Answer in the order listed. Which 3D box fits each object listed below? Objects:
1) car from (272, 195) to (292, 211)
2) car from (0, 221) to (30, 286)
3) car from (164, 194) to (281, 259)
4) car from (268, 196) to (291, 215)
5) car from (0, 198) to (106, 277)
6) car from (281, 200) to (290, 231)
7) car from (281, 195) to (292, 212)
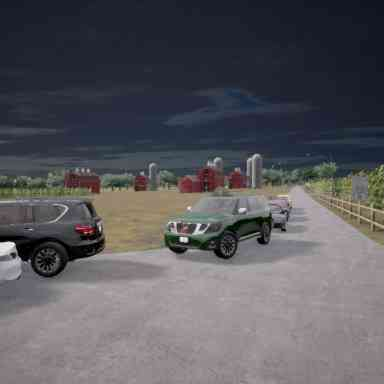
[{"bbox_3d":[9.950,1.116,36.509,1.882,1.535,5.008,0,0,18],"label":"car"},{"bbox_3d":[-6.011,1.613,6.599,4.674,1.442,1.812,-2,2,-35],"label":"car"},{"bbox_3d":[1.279,1.110,12.690,2.150,2.045,5.566,0,0,34],"label":"car"},{"bbox_3d":[8.144,1.203,30.803,1.837,1.490,4.892,0,0,17],"label":"car"},{"bbox_3d":[-5.379,1.229,9.608,5.566,2.045,2.150,-1,1,-4],"label":"car"},{"bbox_3d":[4.387,1.383,19.019,1.994,1.385,4.181,0,0,17],"label":"car"},{"bbox_3d":[6.230,1.239,24.755,1.882,1.535,5.008,0,0,18],"label":"car"}]
